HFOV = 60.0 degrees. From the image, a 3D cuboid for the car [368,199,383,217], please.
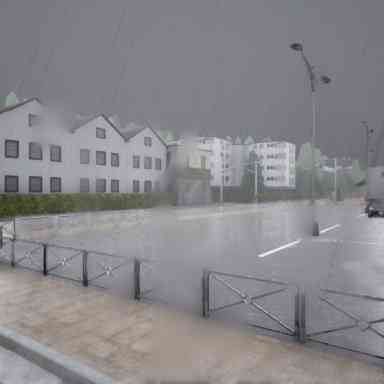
[{"bbox_3d":[15.454,1.298,26.789,2.007,1.523,4.514,0,0,35],"label":"car"}]
